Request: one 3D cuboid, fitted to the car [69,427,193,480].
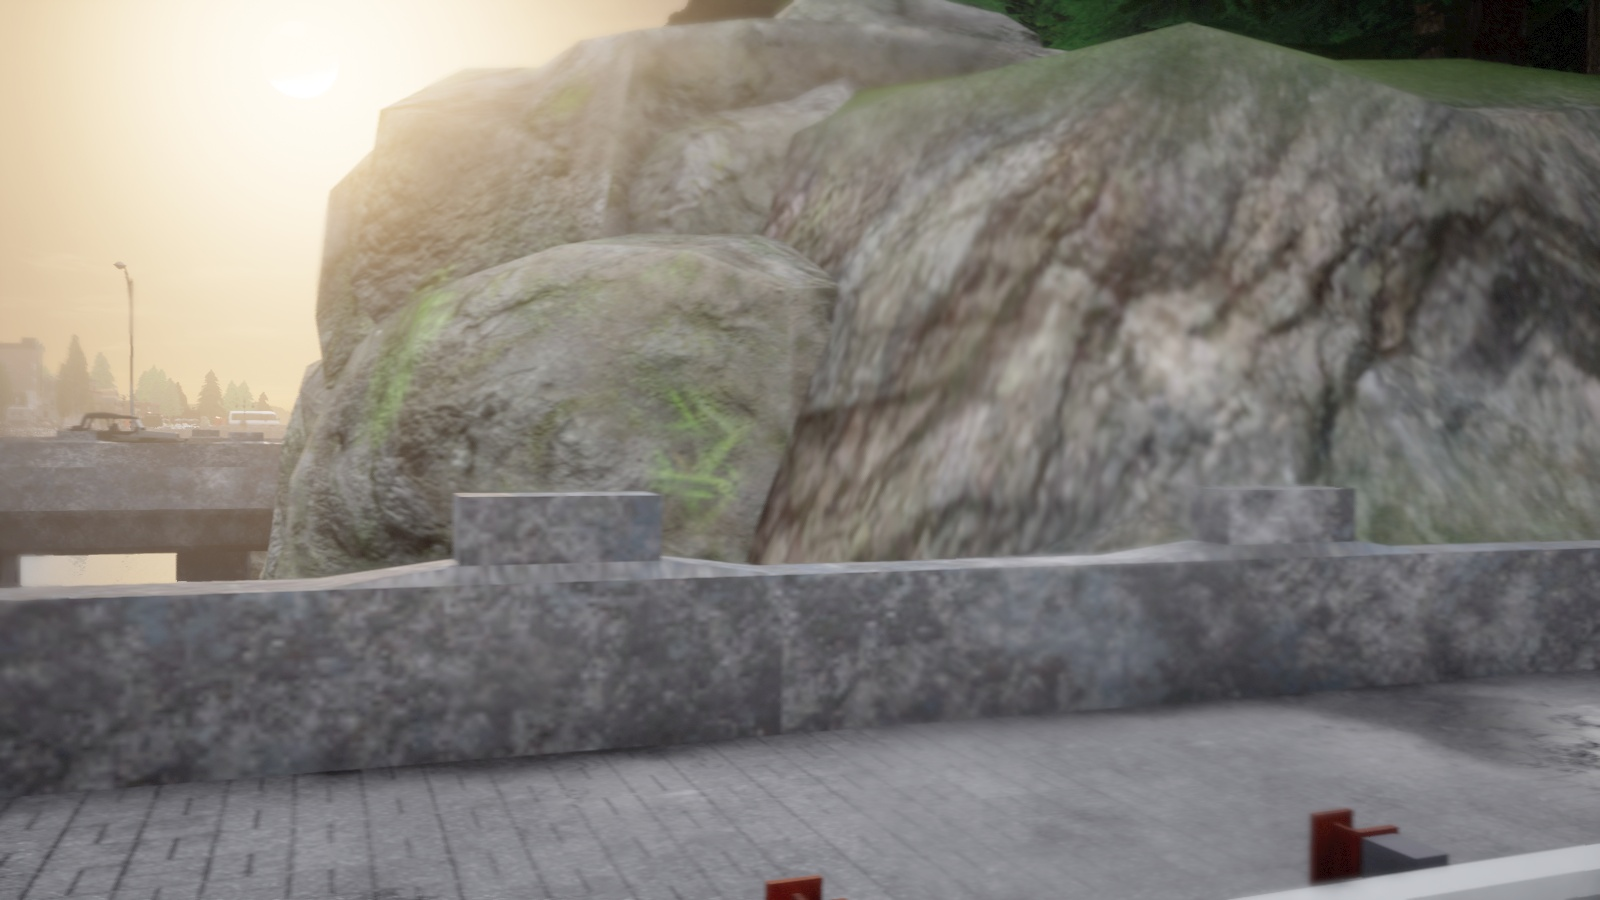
[{"bbox_3d":[-25.082,0.097,47.198,3.866,1.878,1.905,-1,1,-21],"label":"car"}]
